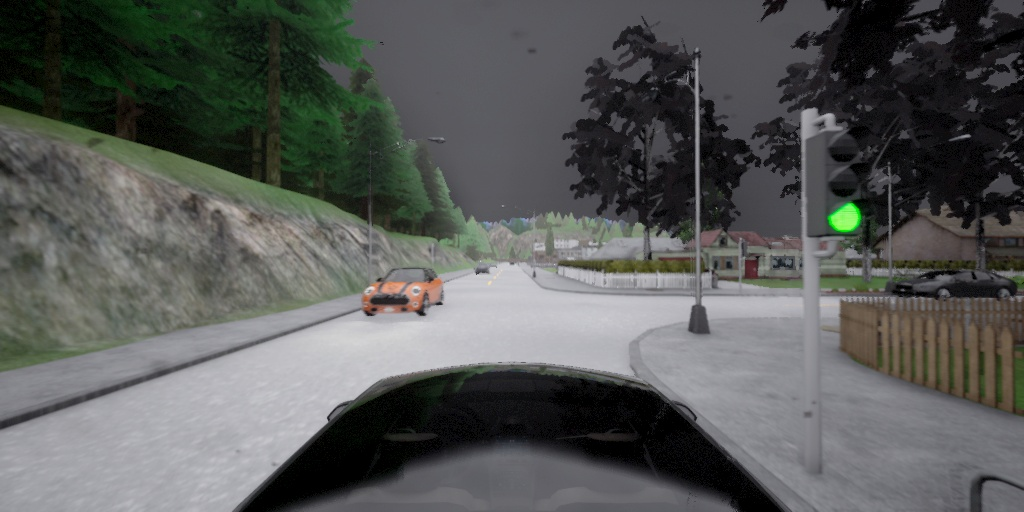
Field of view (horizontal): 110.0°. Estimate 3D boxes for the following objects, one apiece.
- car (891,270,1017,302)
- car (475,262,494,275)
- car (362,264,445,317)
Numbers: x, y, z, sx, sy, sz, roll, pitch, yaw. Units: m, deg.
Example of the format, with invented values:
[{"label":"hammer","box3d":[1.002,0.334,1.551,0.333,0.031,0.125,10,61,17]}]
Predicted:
[{"label":"car","box3d":[21.927,1.449,17.902,4.892,1.490,1.837,0,-1,0]},{"label":"car","box3d":[-3.990,1.897,49.187,2.033,1.411,5.357,0,0,0]},{"label":"car","box3d":[-3.997,1.195,13.898,2.097,1.767,4.553,0,-1,0]}]
